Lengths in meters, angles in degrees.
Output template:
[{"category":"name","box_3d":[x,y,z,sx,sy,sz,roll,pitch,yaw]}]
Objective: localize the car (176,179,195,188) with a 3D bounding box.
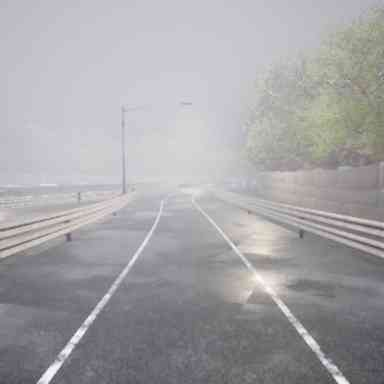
[{"category":"car","box_3d":[-1.288,-1.659,78.279,1.882,1.535,5.008,1,3,23]}]

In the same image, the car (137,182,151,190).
[{"category":"car","box_3d":[-9.938,-1.172,66.517,2.097,1.767,4.553,1,3,22]}]

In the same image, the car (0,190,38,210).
[{"category":"car","box_3d":[-16.767,0.581,31.226,2.097,1.767,4.553,1,3,22]}]

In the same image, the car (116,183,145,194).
[{"category":"car","box_3d":[-9.405,-0.137,49.358,1.812,1.442,4.674,1,3,22]}]
